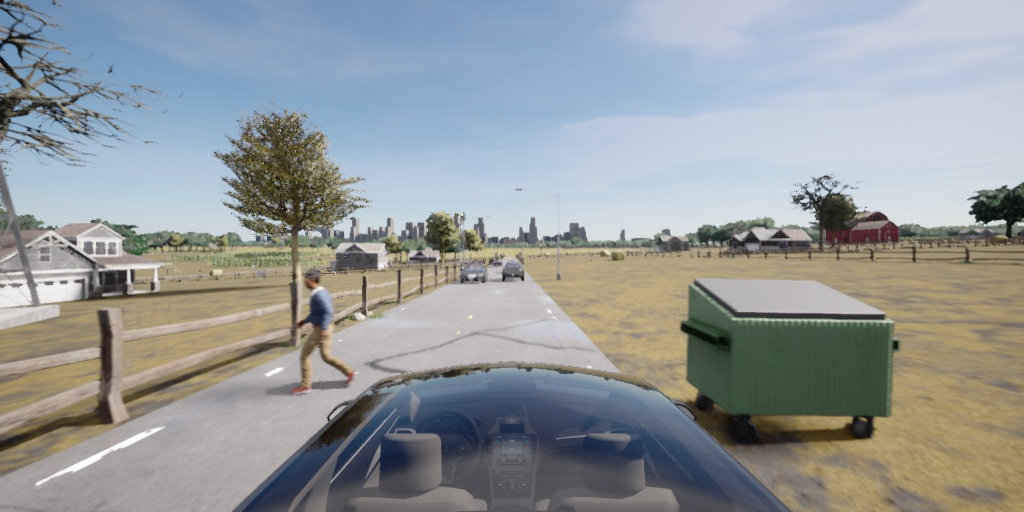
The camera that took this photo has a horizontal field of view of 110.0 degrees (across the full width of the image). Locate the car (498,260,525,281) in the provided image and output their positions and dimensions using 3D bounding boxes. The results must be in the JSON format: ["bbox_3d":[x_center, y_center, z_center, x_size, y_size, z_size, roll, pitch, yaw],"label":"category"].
[{"bbox_3d":[0.099,1.323,31.121,2.128,1.511,4.902,0,0,0],"label":"car"}]

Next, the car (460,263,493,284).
[{"bbox_3d":[-2.849,1.316,27.695,2.128,1.511,4.902,0,0,0],"label":"car"}]

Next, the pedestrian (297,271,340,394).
[{"bbox_3d":[-2.846,1.055,5.285,0.375,1.860,0.375,-1,1,-15],"label":"pedestrian"}]

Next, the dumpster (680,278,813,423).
[{"bbox_3d":[3.125,1.157,5.337,1.020,1.700,1.940,0,0,0],"label":"dumpster"}]
